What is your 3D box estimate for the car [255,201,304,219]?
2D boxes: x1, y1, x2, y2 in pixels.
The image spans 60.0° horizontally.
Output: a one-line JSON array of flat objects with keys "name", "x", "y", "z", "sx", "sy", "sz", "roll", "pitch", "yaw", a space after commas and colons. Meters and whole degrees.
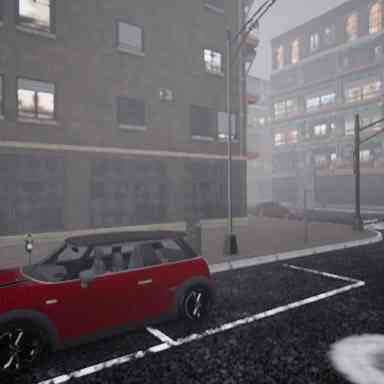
[{"name": "car", "x": 6.833, "y": 1.361, "z": 26.224, "sx": 1.802, "sy": 1.307, "sz": 4.206, "roll": 0, "pitch": 1, "yaw": -35}]

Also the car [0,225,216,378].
[{"name": "car", "x": -1.647, "y": 1.431, "z": 5.445, "sx": 4.097, "sy": 1.590, "sz": 1.967, "roll": 0, "pitch": 0, "yaw": -35}]
